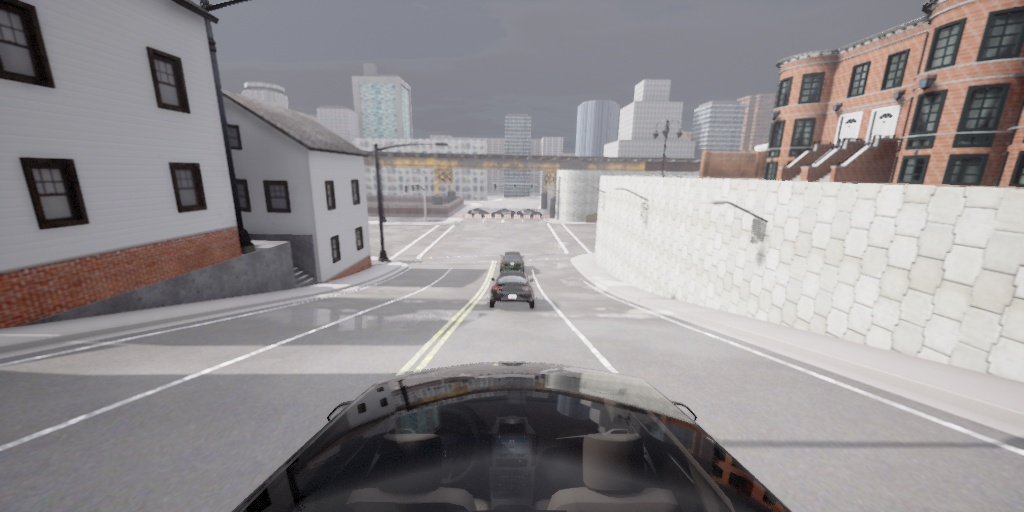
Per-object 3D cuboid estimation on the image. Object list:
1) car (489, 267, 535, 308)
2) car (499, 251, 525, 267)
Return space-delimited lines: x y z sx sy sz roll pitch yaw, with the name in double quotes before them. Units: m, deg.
"car" 0.017 1.391 15.774 1.812 1.442 4.674 1 -1 0
"car" 0.032 0.340 30.547 2.097 1.767 4.553 1 8 0
